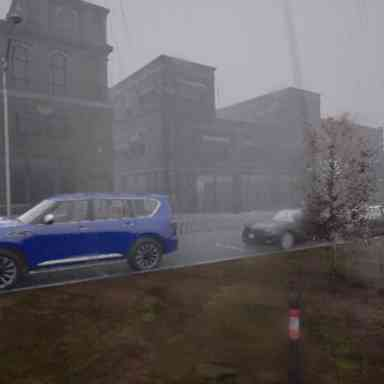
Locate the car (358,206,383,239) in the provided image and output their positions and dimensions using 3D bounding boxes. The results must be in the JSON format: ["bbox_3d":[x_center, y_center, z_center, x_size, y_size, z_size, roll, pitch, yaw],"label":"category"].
[{"bbox_3d":[8.806,1.448,16.918,4.892,1.521,2.231,0,0,-33],"label":"car"}]

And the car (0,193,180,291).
[{"bbox_3d":[-2.977,1.047,8.482,5.566,2.045,2.435,0,0,-33],"label":"car"}]

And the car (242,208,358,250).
[{"bbox_3d":[4.301,1.389,13.693,5.008,1.535,2.097,1,0,-33],"label":"car"}]
